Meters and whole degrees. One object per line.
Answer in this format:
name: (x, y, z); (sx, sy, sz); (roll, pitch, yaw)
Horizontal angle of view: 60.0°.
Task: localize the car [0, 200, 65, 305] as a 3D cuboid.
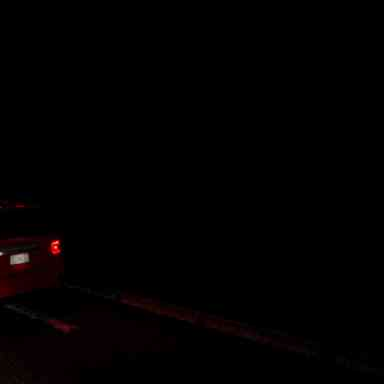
car: (-4.957, 1.179, 6.897); (5.566, 2.045, 2.150); (0, 0, 35)
